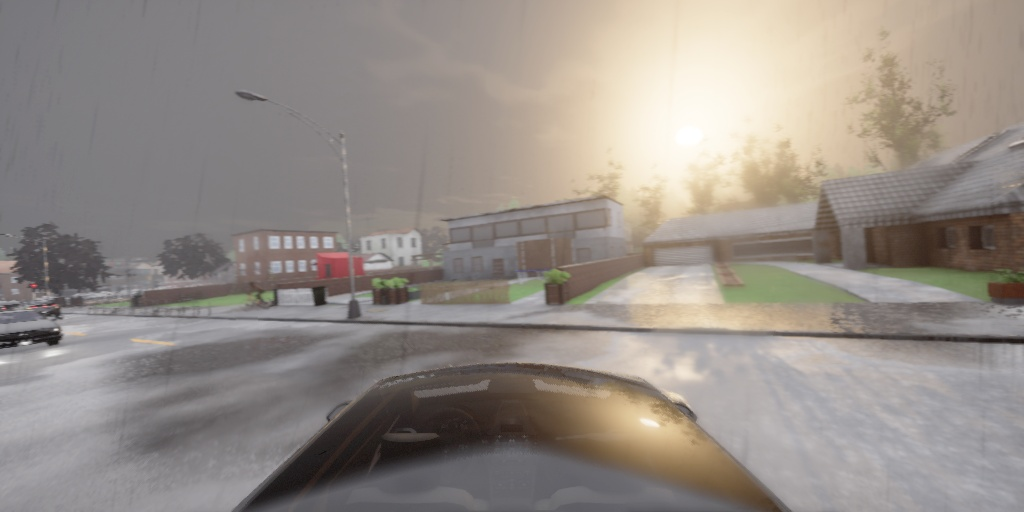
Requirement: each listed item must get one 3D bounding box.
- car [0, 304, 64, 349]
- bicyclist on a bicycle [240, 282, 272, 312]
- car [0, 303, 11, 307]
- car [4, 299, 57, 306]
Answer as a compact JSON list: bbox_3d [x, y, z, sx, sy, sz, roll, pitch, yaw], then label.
[{"bbox_3d":[-19.141,2.799,13.617,5.357,1.411,2.033,-4,0,28],"label":"car"},{"bbox_3d":[-14.747,2.325,20.662,0.582,1.620,1.656,-4,-1,28],"label":"bicyclist on a bicycle"},{"bbox_3d":[-27.799,3.431,18.307,4.892,1.490,1.837,-4,0,28],"label":"car"},{"bbox_3d":[-37.411,4.201,28.209,4.902,1.511,2.128,-4,0,29],"label":"car"}]
